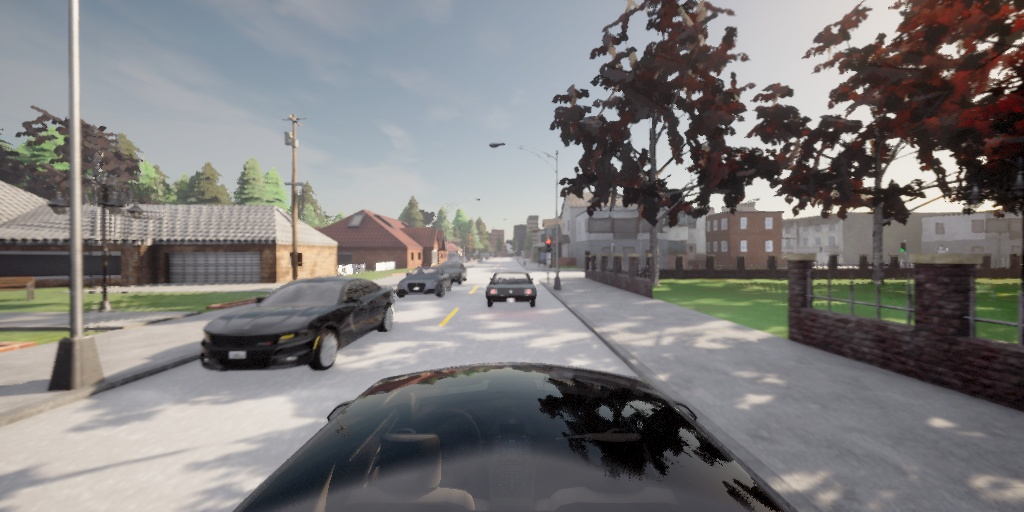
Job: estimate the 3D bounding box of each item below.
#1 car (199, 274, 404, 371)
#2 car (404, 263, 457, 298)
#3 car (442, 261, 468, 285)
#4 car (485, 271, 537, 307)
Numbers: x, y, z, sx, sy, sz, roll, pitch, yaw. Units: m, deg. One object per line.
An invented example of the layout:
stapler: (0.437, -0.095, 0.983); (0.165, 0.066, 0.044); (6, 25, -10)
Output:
car: (-4.136, 1.203, 7.876); (1.882, 1.535, 5.008); (0, 0, 0)
car: (-4.189, 1.230, 17.739); (1.994, 1.385, 4.181); (0, 0, 0)
car: (-4.181, 1.133, 24.736); (1.837, 1.490, 4.892); (0, 0, 0)
car: (-0.016, 1.272, 14.872); (1.895, 1.301, 4.718); (0, 0, 0)
